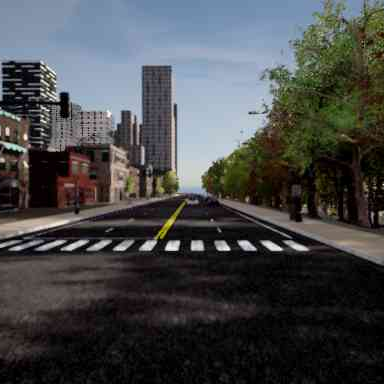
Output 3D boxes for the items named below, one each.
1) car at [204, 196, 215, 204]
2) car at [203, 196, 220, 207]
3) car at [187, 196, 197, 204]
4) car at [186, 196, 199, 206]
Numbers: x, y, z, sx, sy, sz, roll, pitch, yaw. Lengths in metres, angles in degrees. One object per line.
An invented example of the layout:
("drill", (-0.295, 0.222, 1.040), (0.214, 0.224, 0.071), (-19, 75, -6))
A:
("car", (3.228, 1.507, 62.467), (1.837, 1.490, 4.892), (0, 0, 0))
("car", (3.328, 1.551, 51.972), (2.033, 1.411, 5.357), (0, 0, 0))
("car", (-0.024, 1.507, 63.532), (1.837, 1.490, 4.892), (0, 0, 0))
("car", (0.080, 1.604, 53.493), (1.895, 1.301, 4.718), (0, 0, 0))
